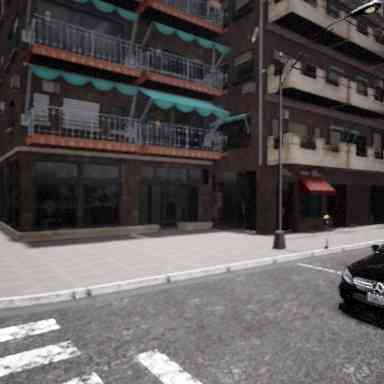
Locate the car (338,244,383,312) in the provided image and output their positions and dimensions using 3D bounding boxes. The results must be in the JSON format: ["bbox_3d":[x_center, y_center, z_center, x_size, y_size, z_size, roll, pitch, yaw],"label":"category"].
[{"bbox_3d":[5.010,1.558,6.945,4.674,1.442,1.812,0,0,-35],"label":"car"}]
